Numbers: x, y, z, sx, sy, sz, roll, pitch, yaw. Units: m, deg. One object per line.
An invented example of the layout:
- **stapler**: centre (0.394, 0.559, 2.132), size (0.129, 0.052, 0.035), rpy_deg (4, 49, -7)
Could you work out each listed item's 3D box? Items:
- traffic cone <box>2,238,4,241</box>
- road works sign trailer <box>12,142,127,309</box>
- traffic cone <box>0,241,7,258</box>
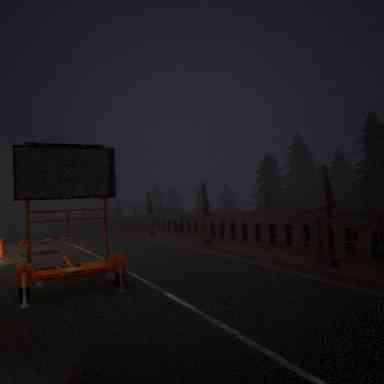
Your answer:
- **traffic cone**: centre (-8.897, 2.581, 15.618), size (0.340, 0.580, 0.340), rpy_deg (-2, -3, -29)
- **road works sign trailer**: centre (-3.171, 0.583, 8.479), size (2.380, 3.560, 2.880), rpy_deg (-2, -1, -26)
- **traffic cone**: centre (-7.923, 2.451, 13.876), size (0.340, 0.580, 0.340), rpy_deg (-2, -3, -29)
